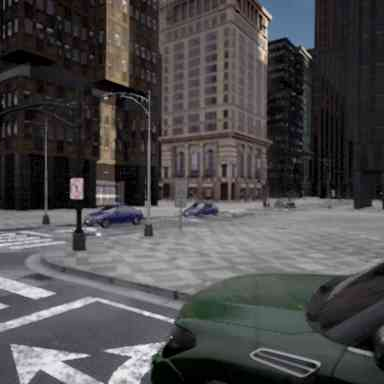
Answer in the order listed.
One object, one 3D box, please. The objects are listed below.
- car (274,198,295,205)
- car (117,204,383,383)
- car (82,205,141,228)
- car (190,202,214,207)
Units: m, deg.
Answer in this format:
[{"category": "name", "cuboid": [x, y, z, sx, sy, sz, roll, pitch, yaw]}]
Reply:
[{"category": "car", "cuboid": [14.102, 1.650, 50.581, 2.097, 1.767, 4.553, 1, 0, 36]}, {"category": "car", "cuboid": [2.281, 1.221, 2.054, 5.566, 2.045, 2.150, 0, 0, 36]}, {"category": "car", "cuboid": [-5.403, 1.638, 23.280, 1.812, 1.442, 4.674, 1, 0, 34]}, {"category": "car", "cuboid": [0.892, 1.705, 32.149, 1.812, 1.442, 4.674, 1, 1, 35]}]
